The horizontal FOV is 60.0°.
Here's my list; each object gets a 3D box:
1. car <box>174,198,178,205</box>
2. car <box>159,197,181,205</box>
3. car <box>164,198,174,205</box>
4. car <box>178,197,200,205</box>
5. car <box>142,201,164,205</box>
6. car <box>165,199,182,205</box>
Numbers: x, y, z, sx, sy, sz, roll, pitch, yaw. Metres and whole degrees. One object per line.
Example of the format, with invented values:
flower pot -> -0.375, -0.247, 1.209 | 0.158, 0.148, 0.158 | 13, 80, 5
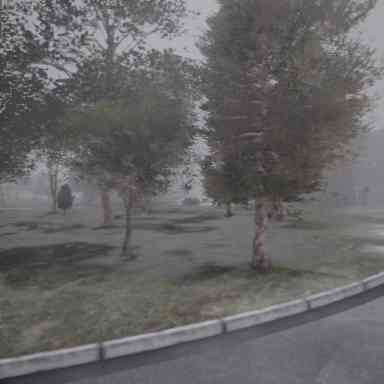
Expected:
car -> -6.882, 2.691, 86.903 | 5.366, 1.575, 1.946 | 1, -2, -7
car -> -5.977, 2.546, 89.845 | 5.566, 2.045, 2.435 | 1, -2, -7
car -> -8.003, 2.225, 81.167 | 5.566, 2.045, 2.435 | 1, -2, -7
car -> -0.156, 1.574, 54.318 | 1.837, 1.490, 4.892 | 2, -5, -20
car -> -9.325, 2.248, 75.348 | 4.892, 1.521, 2.231 | 1, -2, -8
car -> -5.277, 2.760, 92.726 | 4.553, 1.767, 2.185 | 1, -1, -7
